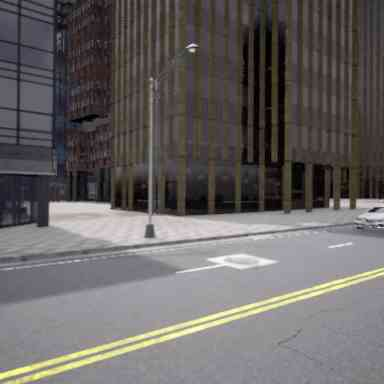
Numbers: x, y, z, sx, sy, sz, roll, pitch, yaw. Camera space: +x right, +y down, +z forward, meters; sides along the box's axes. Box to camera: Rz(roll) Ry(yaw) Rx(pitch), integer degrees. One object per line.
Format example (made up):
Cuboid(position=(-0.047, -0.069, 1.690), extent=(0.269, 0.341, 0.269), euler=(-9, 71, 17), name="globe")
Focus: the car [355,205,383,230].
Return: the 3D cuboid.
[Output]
Cuboid(position=(11.736, 1.526, 20.048), extent=(4.674, 1.442, 1.812), euler=(0, 0, -35), name="car")
